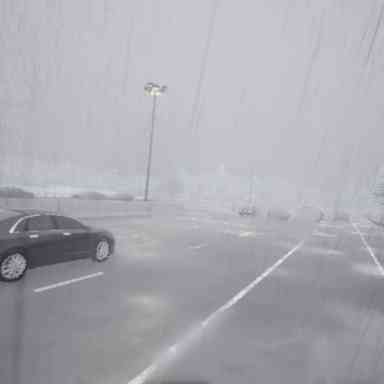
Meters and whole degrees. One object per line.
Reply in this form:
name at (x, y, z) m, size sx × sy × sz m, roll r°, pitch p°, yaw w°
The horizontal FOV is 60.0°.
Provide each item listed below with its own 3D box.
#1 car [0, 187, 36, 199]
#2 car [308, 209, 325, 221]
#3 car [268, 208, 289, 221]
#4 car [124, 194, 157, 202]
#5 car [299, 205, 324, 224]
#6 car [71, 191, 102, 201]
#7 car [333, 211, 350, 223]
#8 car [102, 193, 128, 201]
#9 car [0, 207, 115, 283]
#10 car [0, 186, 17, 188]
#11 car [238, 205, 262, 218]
car at (-7.277, 0.753, 9.927) m, size 2.097 × 1.767 × 4.553 m, roll 5°, pitch 0°, yaw 25°
car at (19.133, 3.461, 51.036) m, size 1.882 × 1.535 × 5.008 m, roll 5°, pitch 0°, yaw 25°
car at (10.794, 2.750, 41.281) m, size 1.994 × 1.385 × 4.181 m, roll 5°, pitch 0°, yaw 25°
car at (-5.566, 1.317, 39.300) m, size 1.895 × 1.301 × 4.718 m, roll 5°, pitch 0°, yaw 25°
car at (14.554, 2.739, 41.005) m, size 2.150 × 2.045 × 5.566 m, roll 5°, pitch -1°, yaw 25°
car at (-14.048, 0.543, 45.858) m, size 2.033 × 1.411 × 5.357 m, roll 5°, pitch 0°, yaw 25°
car at (22.425, 3.621, 49.810) m, size 2.097 × 1.767 × 4.553 m, roll 5°, pitch 0°, yaw 25°
car at (-9.880, 0.876, 46.545) m, size 1.837 × 1.490 × 4.892 m, roll 5°, pitch 0°, yaw 25°
car at (-3.992, 1.193, 8.744) m, size 1.837 × 1.490 × 4.892 m, roll 5°, pitch 0°, yaw 25°
car at (-17.138, 0.185, 30.772) m, size 2.033 × 1.411 × 5.357 m, roll 5°, pitch 0°, yaw 25°
car at (7.463, 2.442, 42.384) m, size 2.033 × 1.411 × 5.357 m, roll 5°, pitch 0°, yaw 25°
